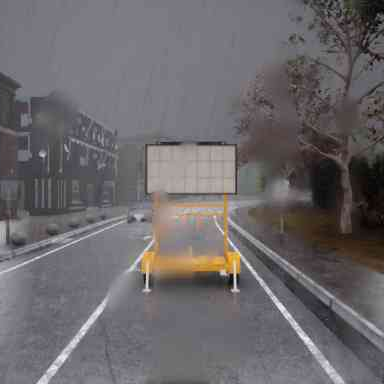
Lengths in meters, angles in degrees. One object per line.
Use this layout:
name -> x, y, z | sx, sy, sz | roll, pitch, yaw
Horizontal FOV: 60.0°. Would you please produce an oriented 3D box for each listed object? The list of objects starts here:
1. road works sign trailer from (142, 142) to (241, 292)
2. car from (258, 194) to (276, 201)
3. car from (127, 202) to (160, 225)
road works sign trailer -> -0.019, 0.467, 8.909 | 2.380, 3.560, 2.880 | 0, 0, 0
car -> 16.057, 1.141, 70.459 | 4.902, 1.511, 2.128 | -1, 0, -34
car -> -3.470, 1.499, 24.480 | 2.128, 1.511, 4.902 | 0, 0, 2
